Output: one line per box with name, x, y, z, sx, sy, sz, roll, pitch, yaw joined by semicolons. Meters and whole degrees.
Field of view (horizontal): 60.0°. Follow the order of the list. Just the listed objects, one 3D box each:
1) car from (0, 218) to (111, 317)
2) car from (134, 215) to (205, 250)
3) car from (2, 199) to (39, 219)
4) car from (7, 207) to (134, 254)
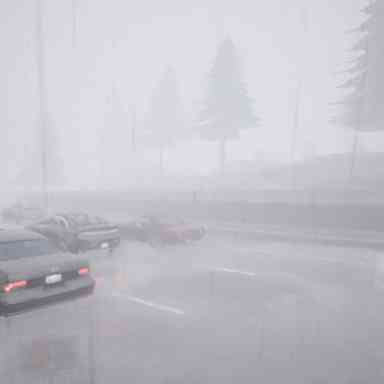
car;-4.341;1.558;7.415;5.357;1.411;2.033;0;0;40
car;-1.813;1.633;14.465;4.718;1.301;1.895;0;0;41
car;-12.559;1.527;24.689;2.128;1.511;4.902;0;0;-43
car;-4.626;1.511;12.283;4.902;1.511;2.128;0;0;41
